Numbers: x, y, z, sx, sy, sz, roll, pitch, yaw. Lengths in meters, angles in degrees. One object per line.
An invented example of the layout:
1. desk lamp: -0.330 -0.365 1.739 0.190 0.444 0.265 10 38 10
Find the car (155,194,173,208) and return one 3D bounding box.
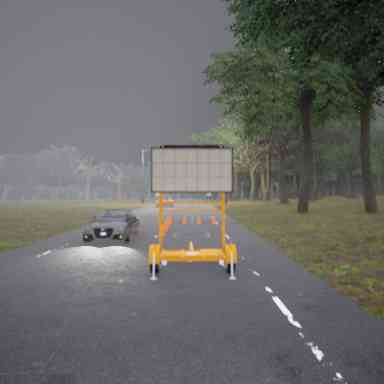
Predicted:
1. car: -3.651 1.219 44.400 2.097 1.767 4.553 0 0 0

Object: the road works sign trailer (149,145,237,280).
1. road works sign trailer: 0.000 0.426 9.816 2.380 3.560 2.880 0 0 -1

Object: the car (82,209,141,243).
1. car: -3.617 1.505 15.545 1.994 1.385 4.181 0 0 0
